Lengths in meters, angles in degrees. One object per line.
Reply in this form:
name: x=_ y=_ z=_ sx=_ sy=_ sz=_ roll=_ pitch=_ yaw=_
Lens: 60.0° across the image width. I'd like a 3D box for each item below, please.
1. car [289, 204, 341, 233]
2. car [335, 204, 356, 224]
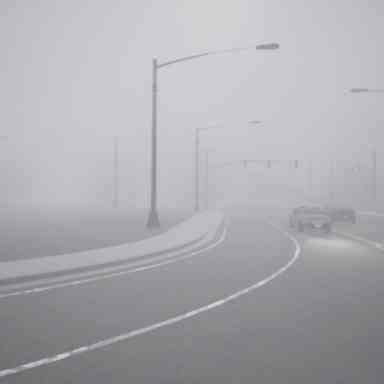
car: x=7.407 y=1.670 z=21.089 sx=2.128 sy=1.511 sz=4.902 roll=0 pitch=0 yaw=8
car: x=11.764 y=1.724 z=27.276 sx=1.882 sy=1.535 sz=5.008 roll=0 pitch=0 yaw=8
